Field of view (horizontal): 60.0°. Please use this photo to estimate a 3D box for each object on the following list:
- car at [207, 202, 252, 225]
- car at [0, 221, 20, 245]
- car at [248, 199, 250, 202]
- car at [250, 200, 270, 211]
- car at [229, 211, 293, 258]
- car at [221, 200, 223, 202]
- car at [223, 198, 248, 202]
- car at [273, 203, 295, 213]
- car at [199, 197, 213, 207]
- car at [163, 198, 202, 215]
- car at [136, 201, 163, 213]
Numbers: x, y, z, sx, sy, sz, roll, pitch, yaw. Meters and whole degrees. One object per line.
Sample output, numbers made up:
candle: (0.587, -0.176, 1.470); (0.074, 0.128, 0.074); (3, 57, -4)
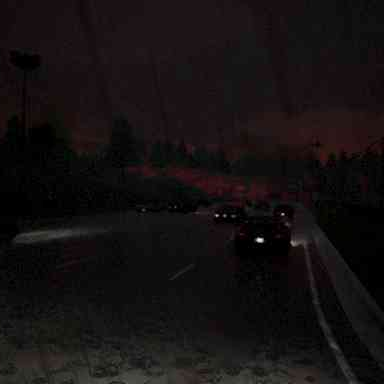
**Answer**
car: (3.019, 1.737, 25.487); (2.033, 1.411, 5.357); (2, 0, 17)
car: (-8.596, 1.399, 11.840); (1.895, 1.301, 4.718); (2, 0, 17)
car: (9.354, 2.009, 57.701); (1.837, 1.490, 4.892); (2, 0, 17)
car: (10.339, 1.989, 48.817); (2.128, 1.511, 4.902); (2, 0, 17)
car: (2.992, 1.706, 13.711); (1.994, 1.385, 4.181); (2, 0, 17)
car: (6.249, 1.966, 59.166); (2.033, 1.411, 5.357); (2, 0, 17)
car: (6.397, 1.732, 48.262); (2.097, 1.767, 4.553); (2, 0, 17)
car: (9.532, 1.921, 34.558); (1.837, 1.490, 4.892); (2, 0, 17)
car: (2.222, 1.648, 57.995); (2.097, 1.767, 4.553); (2, 0, 17)
car: (-0.938, 1.666, 36.253); (2.033, 1.411, 5.357); (2, 0, 17)
car: (-4.392, 1.622, 36.932); (1.895, 1.301, 4.718); (2, 0, 17)
